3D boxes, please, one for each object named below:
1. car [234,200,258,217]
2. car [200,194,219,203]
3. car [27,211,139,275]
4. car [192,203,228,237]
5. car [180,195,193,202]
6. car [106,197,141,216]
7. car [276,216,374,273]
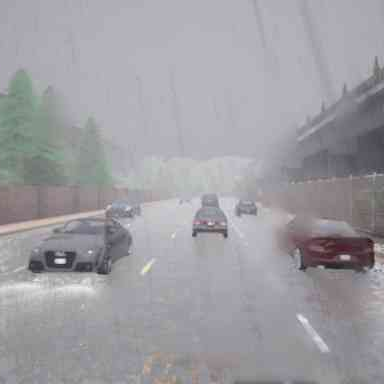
[{"bbox_3d":[5.255,1.561,32.631,2.128,1.511,4.902,1,0,3],"label":"car"},{"bbox_3d":[2.265,1.242,42.269,2.150,2.045,5.566,1,0,3],"label":"car"},{"bbox_3d":[-3.144,1.512,10.178,1.994,1.385,4.181,1,0,3],"label":"car"},{"bbox_3d":[0.985,1.556,18.325,2.033,1.411,5.357,1,0,3],"label":"car"},{"bbox_3d":[-0.880,1.147,50.937,1.812,1.442,4.674,1,0,3],"label":"car"},{"bbox_3d":[-5.688,1.254,28.059,2.097,1.767,4.553,1,0,3],"label":"car"},{"bbox_3d":[4.105,1.537,11.073,1.882,1.535,5.008,1,0,3],"label":"car"}]
